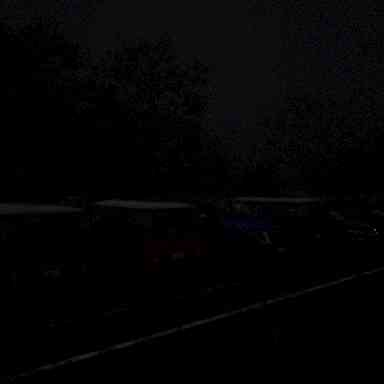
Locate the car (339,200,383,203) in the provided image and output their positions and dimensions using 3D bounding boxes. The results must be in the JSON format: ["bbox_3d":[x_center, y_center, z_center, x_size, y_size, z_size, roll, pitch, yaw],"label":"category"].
[{"bbox_3d":[9.870,1.374,17.655,2.163,1.488,4.792,-1,1,-36],"label":"car"}]

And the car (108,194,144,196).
[{"bbox_3d":[-5.069,1.177,23.047,2.435,2.045,5.566,0,0,-36],"label":"car"}]

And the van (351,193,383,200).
[{"bbox_3d":[12.096,1.083,19.355,1.878,1.987,4.442,-1,1,-36],"label":"van"}]

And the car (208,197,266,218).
[{"bbox_3d":[3.874,1.316,29.639,1.946,1.575,5.366,-1,1,-36],"label":"car"}]

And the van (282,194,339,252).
[{"bbox_3d":[2.971,1.197,12.825,1.878,1.987,4.442,-1,0,-36],"label":"van"}]

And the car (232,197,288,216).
[{"bbox_3d":[6.243,1.284,31.100,2.097,1.535,5.008,-1,1,-36],"label":"car"}]

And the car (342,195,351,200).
[{"bbox_3d":[15.266,1.127,37.570,2.097,1.535,5.008,-1,1,-36],"label":"car"}]

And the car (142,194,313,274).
[{"bbox_3d":[0.778,1.191,11.078,2.435,2.045,5.566,0,0,-36],"label":"car"}]

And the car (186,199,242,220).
[{"bbox_3d":[1.745,1.384,27.852,2.163,1.488,4.792,-1,0,-36],"label":"car"}]

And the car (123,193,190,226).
[{"bbox_3d":[-2.778,1.154,24.617,2.435,2.045,5.566,-1,0,-36],"label":"car"}]

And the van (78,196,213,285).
[{"bbox_3d":[-1.587,1.234,9.564,1.878,1.987,4.442,0,0,-36],"label":"van"}]

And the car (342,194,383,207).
[{"bbox_3d":[22.147,1.004,42.260,1.946,1.575,5.366,-1,1,-36],"label":"car"}]

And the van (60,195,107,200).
[{"bbox_3d":[-7.378,1.221,21.503,1.878,1.987,4.442,0,0,-36],"label":"van"}]

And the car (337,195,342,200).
[{"bbox_3d":[13.008,1.167,35.955,2.097,1.535,5.008,-1,1,-36],"label":"car"}]

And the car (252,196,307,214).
[{"bbox_3d":[8.502,1.248,32.716,2.231,1.521,4.892,-1,1,-36],"label":"car"}]

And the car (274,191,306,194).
[{"bbox_3d":[10.768,0.956,34.310,2.435,2.045,5.566,-1,1,-36],"label":"car"}]

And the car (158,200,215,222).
[{"bbox_3d":[-0.552,1.410,26.279,2.163,1.488,4.792,-1,0,-36],"label":"car"}]

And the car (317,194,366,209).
[{"bbox_3d":[17.522,1.088,39.186,2.231,1.521,4.892,-1,1,-36],"label":"car"}]

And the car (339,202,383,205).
[{"bbox_3d":[7.605,1.413,15.995,2.002,1.452,4.674,-1,0,-36],"label":"car"}]

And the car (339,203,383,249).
[{"bbox_3d":[5.320,1.400,14.370,2.231,1.521,4.892,-1,0,-36],"label":"car"}]

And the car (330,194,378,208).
[{"bbox_3d":[19.766,1.077,40.820,2.163,1.488,4.792,-1,1,-36],"label":"car"}]

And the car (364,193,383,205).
[{"bbox_3d":[26.571,0.957,45.618,2.163,1.488,4.792,-1,1,-36],"label":"car"}]

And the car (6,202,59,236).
[{"bbox_3d":[-9.673,1.462,19.946,1.946,1.575,5.366,0,0,-36],"label":"car"}]

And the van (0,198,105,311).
[{"bbox_3d":[-3.866,1.253,7.932,1.878,1.987,4.442,0,0,-36],"label":"van"}]
